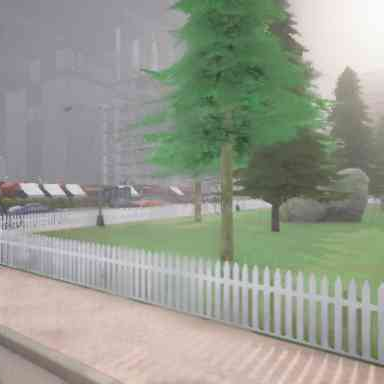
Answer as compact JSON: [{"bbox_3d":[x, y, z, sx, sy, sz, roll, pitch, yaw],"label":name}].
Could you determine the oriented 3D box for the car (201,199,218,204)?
[{"bbox_3d":[3.382,1.168,55.760,2.128,1.511,4.902,0,0,34],"label":"car"}]

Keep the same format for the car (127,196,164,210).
[{"bbox_3d":[-5.639,1.340,42.577,2.097,1.767,4.553,0,0,34],"label":"car"}]

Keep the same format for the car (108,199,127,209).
[{"bbox_3d":[-9.001,1.550,43.855,1.994,1.385,4.181,0,0,34],"label":"car"}]

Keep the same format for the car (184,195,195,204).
[{"bbox_3d":[0.482,1.317,57.720,1.812,1.442,4.674,0,0,34],"label":"car"}]

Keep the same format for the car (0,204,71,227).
[{"bbox_3d":[-10.561,1.516,22.668,1.812,1.442,4.674,0,0,35],"label":"car"}]
